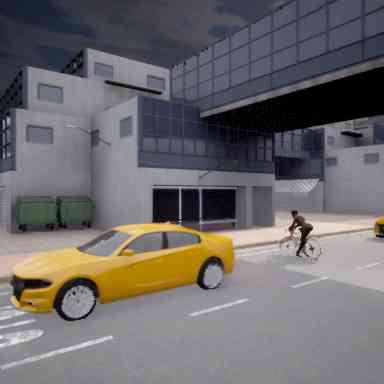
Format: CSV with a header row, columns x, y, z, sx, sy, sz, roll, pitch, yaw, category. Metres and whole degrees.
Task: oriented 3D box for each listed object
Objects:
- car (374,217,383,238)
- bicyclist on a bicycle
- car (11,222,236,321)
x,y,z,sx,sy,sz,roll,pitch,yaw,category
11.031,1.478,16.672,5.008,1.535,1.882,-1,1,-37,car
3.675,1.455,11.408,0.582,1.620,1.656,0,-2,-37,bicyclist on a bicycle
-1.231,1.478,7.470,5.008,1.535,1.882,0,0,-37,car
